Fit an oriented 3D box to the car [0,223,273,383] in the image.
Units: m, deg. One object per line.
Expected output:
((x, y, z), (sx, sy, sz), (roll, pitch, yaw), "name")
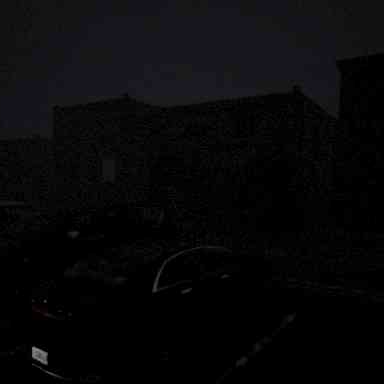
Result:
((-0.238, 1.490, 5.554), (2.231, 1.521, 4.892), (0, 0, 35), "car")

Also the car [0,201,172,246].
((-2.539, 1.251, 7.161), (2.435, 2.045, 5.566), (0, 0, 35), "car")
